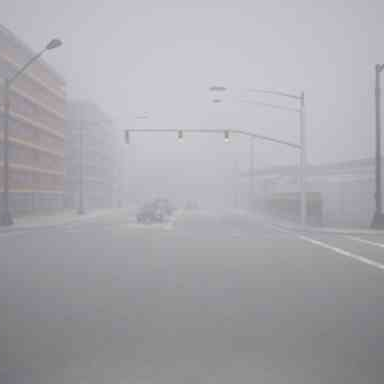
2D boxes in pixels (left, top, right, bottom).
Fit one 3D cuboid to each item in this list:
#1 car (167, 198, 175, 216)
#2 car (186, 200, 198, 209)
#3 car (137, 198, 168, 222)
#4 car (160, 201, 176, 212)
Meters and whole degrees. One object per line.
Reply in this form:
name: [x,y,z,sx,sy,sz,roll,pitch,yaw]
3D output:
car: [-3.568,1.678,39.470,2.150,2.045,5.566,0,-1,0]
car: [-0.025,2.148,58.139,2.128,1.511,4.902,0,-1,0]
car: [-3.605,1.704,29.876,2.097,1.767,4.553,0,-1,0]
car: [-3.521,2.129,49.332,1.994,1.385,4.181,0,-1,0]
